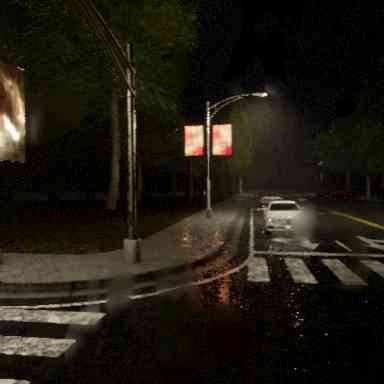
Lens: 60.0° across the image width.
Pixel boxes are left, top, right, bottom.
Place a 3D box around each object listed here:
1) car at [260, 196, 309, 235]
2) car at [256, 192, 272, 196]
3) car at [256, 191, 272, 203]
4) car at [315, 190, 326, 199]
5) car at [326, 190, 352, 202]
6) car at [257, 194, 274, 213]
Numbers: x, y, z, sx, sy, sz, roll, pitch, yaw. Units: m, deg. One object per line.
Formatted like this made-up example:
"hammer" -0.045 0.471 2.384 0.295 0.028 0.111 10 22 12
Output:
"car" 4.458 1.148 16.298 1.812 1.442 4.674 0 1 10
"car" 7.663 0.806 34.112 1.812 1.442 4.674 0 1 10
"car" 9.582 0.641 44.590 2.033 1.411 5.357 0 1 11
"car" 21.245 0.355 54.022 1.812 1.442 4.674 0 1 10
"car" 19.493 0.489 43.736 1.882 1.535 5.008 0 1 10
"car" 6.055 1.045 25.166 1.895 1.301 4.718 0 1 10
